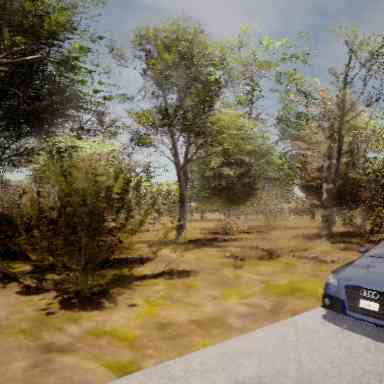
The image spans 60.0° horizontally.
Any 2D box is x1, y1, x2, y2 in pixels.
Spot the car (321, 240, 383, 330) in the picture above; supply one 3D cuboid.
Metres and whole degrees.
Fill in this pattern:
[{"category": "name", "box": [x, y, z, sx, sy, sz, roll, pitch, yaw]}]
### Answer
[{"category": "car", "box": [4.341, 1.584, 6.371, 4.181, 1.385, 1.994, 0, 0, -37]}]
